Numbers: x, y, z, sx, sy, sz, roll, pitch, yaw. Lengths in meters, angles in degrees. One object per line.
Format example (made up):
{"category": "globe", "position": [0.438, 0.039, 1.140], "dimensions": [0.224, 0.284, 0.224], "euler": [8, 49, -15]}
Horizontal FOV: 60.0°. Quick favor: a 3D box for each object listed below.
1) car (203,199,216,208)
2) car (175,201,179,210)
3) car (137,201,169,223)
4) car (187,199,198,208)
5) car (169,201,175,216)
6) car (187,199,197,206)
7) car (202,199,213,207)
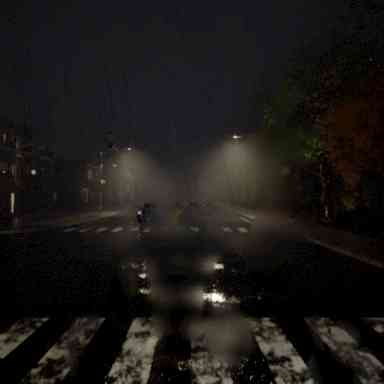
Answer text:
{"category": "car", "position": [3.316, 2.227, 60.056], "dimensions": [1.895, 1.301, 4.718], "euler": [0, -1, 0]}
{"category": "car", "position": [-3.373, 2.106, 48.337], "dimensions": [1.895, 1.301, 4.718], "euler": [0, -1, 0]}
{"category": "car", "position": [-3.367, 1.651, 28.389], "dimensions": [2.097, 1.767, 4.553], "euler": [0, -1, 0]}
{"category": "car", "position": [0.063, 2.240, 61.305], "dimensions": [1.895, 1.301, 4.718], "euler": [0, -1, 0]}
{"category": "car", "position": [-3.371, 1.966, 38.389], "dimensions": [1.994, 1.385, 4.181], "euler": [0, -1, 0]}
{"category": "car", "position": [-0.029, 2.284, 71.504], "dimensions": [2.033, 1.411, 5.357], "euler": [0, -1, 0]}
{"category": "car", "position": [3.208, 2.252, 70.062], "dimensions": [2.128, 1.511, 4.902], "euler": [0, -1, 0]}
